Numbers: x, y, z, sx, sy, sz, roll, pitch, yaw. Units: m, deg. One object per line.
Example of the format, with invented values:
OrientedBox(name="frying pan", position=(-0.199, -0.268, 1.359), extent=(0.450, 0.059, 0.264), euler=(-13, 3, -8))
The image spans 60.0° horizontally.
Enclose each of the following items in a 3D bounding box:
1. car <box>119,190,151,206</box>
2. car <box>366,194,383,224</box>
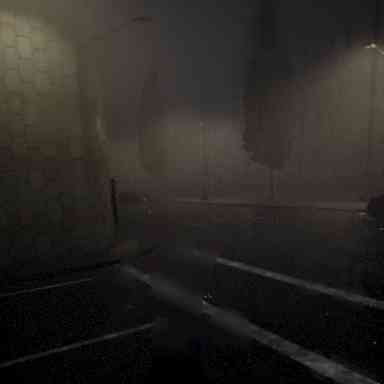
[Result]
OrientedBox(name="car", position=(-6.093, 0.543, 35.119), extent=(2.128, 1.511, 4.902), euler=(-6, 3, -35))
OrientedBox(name="car", position=(9.573, 0.559, 13.153), extent=(1.837, 1.490, 4.892), euler=(-6, 3, -35))
